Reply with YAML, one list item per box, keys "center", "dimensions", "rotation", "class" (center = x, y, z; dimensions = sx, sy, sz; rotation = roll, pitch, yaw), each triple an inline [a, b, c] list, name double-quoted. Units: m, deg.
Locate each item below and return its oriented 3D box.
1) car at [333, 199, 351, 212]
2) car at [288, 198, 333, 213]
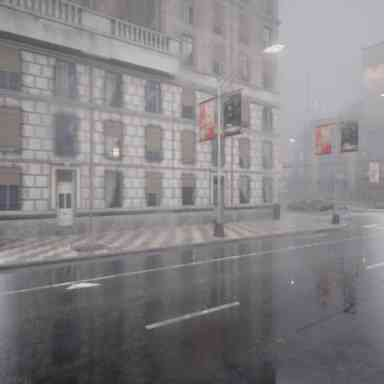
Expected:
- center: [15.646, 1.490, 38.201]
  dimensions: [2.128, 1.511, 4.902]
  rotation: [0, 0, -37]
  class: "car"
- center: [12.621, 1.563, 36.379]
  dimensions: [1.994, 1.385, 4.181]
  rotation: [0, 0, -36]
  class: "car"
